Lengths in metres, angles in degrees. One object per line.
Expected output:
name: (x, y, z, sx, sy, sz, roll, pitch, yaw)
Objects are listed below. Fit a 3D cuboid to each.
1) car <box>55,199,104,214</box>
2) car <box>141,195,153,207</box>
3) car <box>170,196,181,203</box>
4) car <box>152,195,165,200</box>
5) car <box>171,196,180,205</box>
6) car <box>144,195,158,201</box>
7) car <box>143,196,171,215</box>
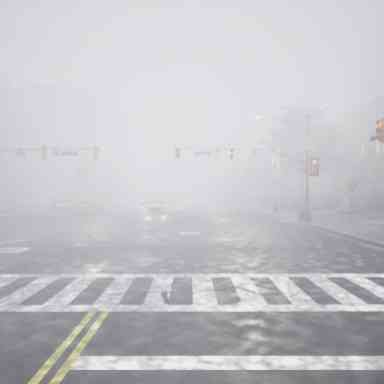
car: (-11.794, 1.476, 35.001, 5.008, 1.535, 1.882, 0, 1, -42)
car: (-6.994, 1.523, 52.890, 1.812, 1.442, 4.674, 0, 0, 0)
car: (-3.734, 1.536, 73.026, 2.033, 1.411, 5.357, 0, 0, -7)
car: (-8.881, 1.442, 87.676, 1.994, 1.385, 4.181, 0, 0, -29)
car: (-3.479, 1.544, 61.295, 2.033, 1.411, 5.357, 0, 0, 0)
car: (-10.374, 1.516, 83.102, 2.128, 1.511, 4.902, 0, 0, -25)
car: (-3.532, 1.475, 34.577, 1.882, 1.535, 5.008, 0, 0, 0)
